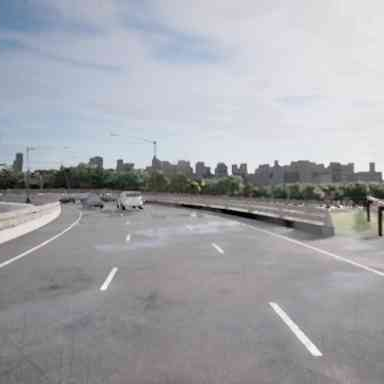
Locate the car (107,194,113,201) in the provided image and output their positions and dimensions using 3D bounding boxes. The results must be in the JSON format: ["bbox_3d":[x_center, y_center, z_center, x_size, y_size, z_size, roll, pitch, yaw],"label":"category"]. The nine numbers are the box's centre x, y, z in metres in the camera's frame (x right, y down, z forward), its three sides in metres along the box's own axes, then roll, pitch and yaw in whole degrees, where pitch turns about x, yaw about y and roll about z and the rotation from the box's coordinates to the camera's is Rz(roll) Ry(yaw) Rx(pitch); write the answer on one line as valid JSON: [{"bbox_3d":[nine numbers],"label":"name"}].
[{"bbox_3d":[-15.556,1.153,61.004,2.128,1.511,4.902,-1,1,-37],"label":"car"}]

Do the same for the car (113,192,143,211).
[{"bbox_3d":[-7.149,0.981,37.787,2.150,2.045,5.566,-1,0,-22],"label":"car"}]

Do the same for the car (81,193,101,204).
[{"bbox_3d":[-17.699,1.060,57.925,2.097,1.767,4.553,-1,1,-34],"label":"car"}]

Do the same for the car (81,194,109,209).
[{"bbox_3d":[-12.375,1.335,41.362,2.033,1.411,5.357,-1,0,-29],"label":"car"}]

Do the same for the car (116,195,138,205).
[{"bbox_3d":[-10.222,1.179,52.342,1.837,1.490,4.892,-1,1,-31],"label":"car"}]

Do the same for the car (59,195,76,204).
[{"bbox_3d":[-21.449,1.258,57.204,1.837,1.490,4.892,-1,1,-37],"label":"car"}]
